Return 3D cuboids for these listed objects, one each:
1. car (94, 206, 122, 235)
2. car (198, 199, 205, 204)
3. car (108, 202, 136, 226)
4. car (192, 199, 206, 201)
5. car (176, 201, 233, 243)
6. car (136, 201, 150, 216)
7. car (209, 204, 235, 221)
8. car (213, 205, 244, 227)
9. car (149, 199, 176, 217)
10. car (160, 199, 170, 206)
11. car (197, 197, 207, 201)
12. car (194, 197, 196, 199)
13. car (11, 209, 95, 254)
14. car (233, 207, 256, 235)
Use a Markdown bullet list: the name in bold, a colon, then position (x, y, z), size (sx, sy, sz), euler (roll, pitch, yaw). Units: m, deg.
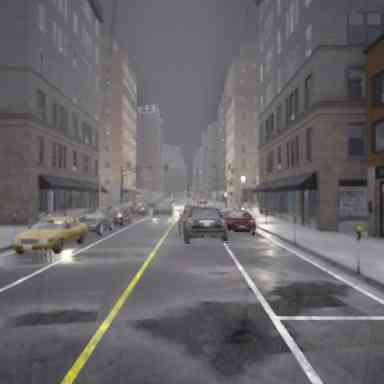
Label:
- **car**: position (-5.848, 1.740, 19.894), size (2.008, 1.369, 4.403), euler (0, -1, 0)
- **car**: position (2.447, 2.419, 85.991), size (1.752, 1.417, 4.829), euler (0, -1, -1)
- **car**: position (-5.846, 1.683, 25.387), size (1.967, 1.590, 4.097), euler (0, -1, 0)
- **car**: position (0.102, 1.834, 35.370), size (2.128, 1.511, 4.902), euler (0, -1, 0)
- **car**: position (0.472, 1.515, 17.291), size (2.097, 1.767, 4.553), euler (0, -1, -6)
- **car**: position (-5.844, 1.793, 36.373), size (1.967, 1.590, 4.097), euler (0, -1, 0)
- **car**: position (2.680, 1.848, 30.884), size (2.008, 1.369, 4.403), euler (0, -1, 0)
- **car**: position (2.680, 1.787, 25.392), size (1.887, 1.381, 4.507), euler (0, -1, 0)
- **car**: position (-3.041, 1.824, 35.740), size (1.882, 1.535, 5.008), euler (0, -1, 1)
- **car**: position (-5.974, 2.312, 74.732), size (2.008, 1.369, 4.403), euler (0, -1, -1)
- **car**: position (2.551, 2.307, 74.808), size (1.887, 1.381, 4.507), euler (0, -1, -1)
- **car**: position (2.398, 2.274, 91.330), size (2.192, 1.841, 5.009), euler (0, -1, -1)
- **car**: position (-5.848, 1.660, 14.232), size (1.752, 1.417, 4.829), euler (0, -1, 0)
- **car**: position (2.680, 1.733, 19.901), size (1.887, 1.381, 4.507), euler (0, -1, 0)
